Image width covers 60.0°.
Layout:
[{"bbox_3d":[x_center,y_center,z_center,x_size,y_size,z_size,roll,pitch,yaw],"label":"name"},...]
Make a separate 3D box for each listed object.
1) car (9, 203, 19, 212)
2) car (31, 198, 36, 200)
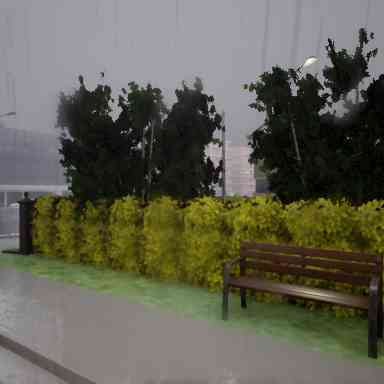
[{"bbox_3d":[-18.543,1.477,38.297,1.812,1.442,4.674,0,0,33],"label":"car"},{"bbox_3d":[-15.821,1.515,36.061,1.994,1.385,4.181,0,0,35],"label":"car"}]
